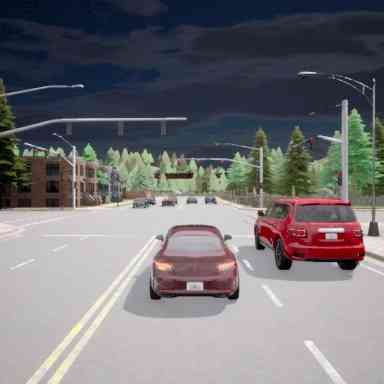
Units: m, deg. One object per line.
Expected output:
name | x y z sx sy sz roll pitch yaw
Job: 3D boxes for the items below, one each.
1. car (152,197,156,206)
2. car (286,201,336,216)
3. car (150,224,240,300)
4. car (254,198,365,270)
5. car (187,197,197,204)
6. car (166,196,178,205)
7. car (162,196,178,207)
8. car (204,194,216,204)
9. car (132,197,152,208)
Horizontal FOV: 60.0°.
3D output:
car | -7.179 1.547 56.698 2.033 1.411 5.357 0 0 0
car | 11.517 1.564 32.525 4.181 1.385 1.994 0 0 0
car | 0.049 1.526 8.266 1.812 1.442 4.674 0 0 0
car | 3.557 1.221 11.146 2.150 2.045 5.566 0 0 0
car | -0.013 1.564 65.233 1.994 1.385 4.181 0 0 0
car | -3.653 1.505 62.021 1.837 1.490 4.892 0 0 0
car | -3.648 1.601 51.734 1.895 1.301 4.718 0 0 0
car | 3.488 1.352 64.225 2.097 1.767 4.553 0 0 0
car | -7.165 1.505 46.954 1.837 1.490 4.892 0 0 0
